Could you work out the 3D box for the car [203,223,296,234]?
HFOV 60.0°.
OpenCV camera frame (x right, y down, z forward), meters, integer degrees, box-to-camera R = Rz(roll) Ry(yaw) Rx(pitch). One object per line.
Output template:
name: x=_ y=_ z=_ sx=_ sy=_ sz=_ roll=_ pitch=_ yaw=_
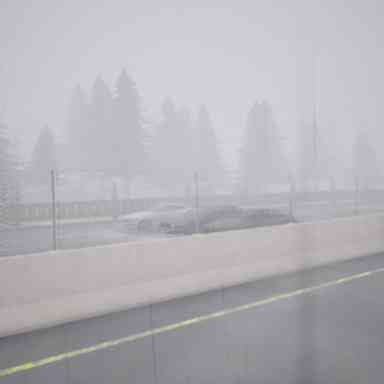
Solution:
car: x=2.364 y=1.351 z=13.346 sx=4.181 sy=1.385 sz=1.994 roll=-2 pitch=1 yaw=-31
